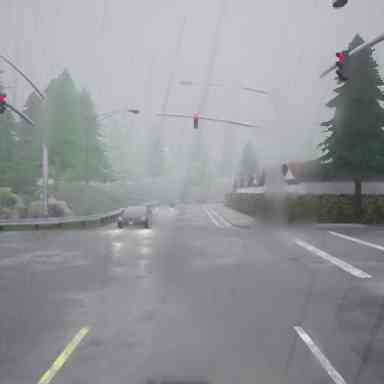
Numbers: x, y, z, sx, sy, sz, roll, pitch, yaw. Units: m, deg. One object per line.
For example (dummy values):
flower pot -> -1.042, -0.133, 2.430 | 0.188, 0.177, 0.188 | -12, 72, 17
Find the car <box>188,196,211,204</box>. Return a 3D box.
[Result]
car -> 1.431, 1.483, 62.518 | 4.902, 1.511, 2.128 | 0, 0, -37

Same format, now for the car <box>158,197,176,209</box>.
car -> -3.548, 1.596, 45.707 | 1.895, 1.301, 4.718 | 0, 0, 0

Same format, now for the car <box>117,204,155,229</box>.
car -> -3.490, 1.525, 21.373 | 1.812, 1.442, 4.674 | 0, 0, 0

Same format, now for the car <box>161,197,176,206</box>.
car -> -3.477, 1.420, 50.707 | 1.994, 1.385, 4.181 | 0, 0, 0
